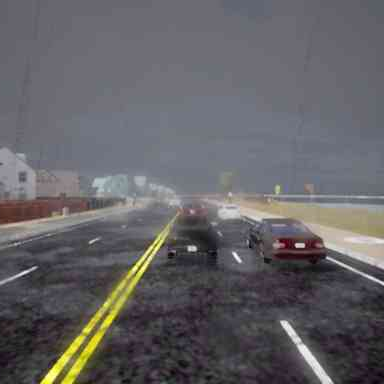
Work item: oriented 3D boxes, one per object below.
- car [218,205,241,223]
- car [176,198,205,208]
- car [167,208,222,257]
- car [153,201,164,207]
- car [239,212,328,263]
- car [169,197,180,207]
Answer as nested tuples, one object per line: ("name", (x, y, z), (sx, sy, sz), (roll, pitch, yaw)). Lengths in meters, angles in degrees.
("car", (3.281, 1.829, 28.899), (1.812, 1.442, 4.674), (0, 0, 0))
("car", (0.027, 1.649, 28.423), (2.097, 1.767, 4.553), (0, -1, 0))
("car", (0.021, 1.647, 13.521), (1.837, 1.490, 4.892), (0, 0, 0))
("car", (-6.487, 2.309, 64.753), (1.895, 1.301, 4.718), (0, -1, 0))
("car", (3.261, 1.677, 12.521), (2.033, 1.411, 5.357), (0, -1, 0))
("car", (-3.232, 1.941, 65.346), (2.150, 2.045, 5.566), (0, -1, 0))
